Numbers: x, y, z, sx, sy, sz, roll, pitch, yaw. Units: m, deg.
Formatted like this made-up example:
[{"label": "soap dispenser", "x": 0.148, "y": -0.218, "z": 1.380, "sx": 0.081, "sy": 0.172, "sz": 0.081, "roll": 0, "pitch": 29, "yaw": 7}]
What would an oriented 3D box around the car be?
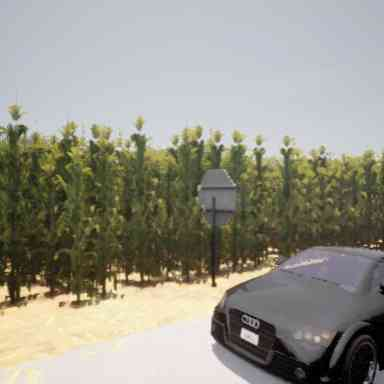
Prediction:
[{"label": "car", "x": 2.336, "y": 1.575, "z": 5.160, "sx": 4.181, "sy": 1.385, "sz": 1.994, "roll": 0, "pitch": 0, "yaw": -35}]
